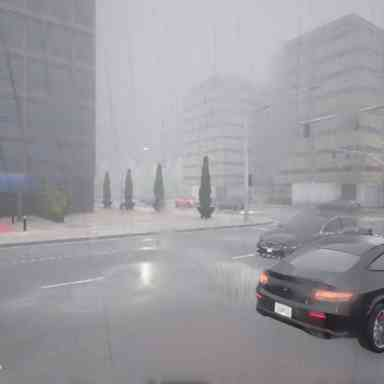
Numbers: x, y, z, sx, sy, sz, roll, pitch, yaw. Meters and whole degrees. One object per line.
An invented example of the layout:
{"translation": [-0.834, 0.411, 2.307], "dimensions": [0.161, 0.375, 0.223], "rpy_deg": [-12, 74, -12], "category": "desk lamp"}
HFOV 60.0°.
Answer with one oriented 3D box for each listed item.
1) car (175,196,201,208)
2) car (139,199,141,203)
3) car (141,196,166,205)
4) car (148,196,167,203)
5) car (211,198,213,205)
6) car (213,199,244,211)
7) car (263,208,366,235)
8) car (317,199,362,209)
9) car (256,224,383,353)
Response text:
{"translation": [-0.500, 1.352, 47.535], "dimensions": [2.097, 1.767, 4.553], "rpy_deg": [0, 0, -35], "category": "car"}
{"translation": [-8.767, 1.564, 65.750], "dimensions": [1.994, 1.385, 4.181], "rpy_deg": [0, 0, -35], "category": "car"}
{"translation": [-6.196, 1.564, 55.671], "dimensions": [1.994, 1.385, 4.181], "rpy_deg": [0, 0, -35], "category": "car"}
{"translation": [-7.371, 1.599, 69.788], "dimensions": [1.895, 1.301, 4.718], "rpy_deg": [0, 0, -35], "category": "car"}
{"translation": [1.923, 1.504, 56.611], "dimensions": [1.837, 1.490, 4.892], "rpy_deg": [0, 0, -35], "category": "car"}
{"translation": [4.885, 1.564, 39.858], "dimensions": [1.994, 1.385, 4.181], "rpy_deg": [0, 0, -35], "category": "car"}
{"translation": [4.303, 1.505, 11.391], "dimensions": [4.892, 1.490, 1.837], "rpy_deg": [0, 0, -36], "category": "car"}
{"translation": [16.103, 1.526, 36.528], "dimensions": [1.812, 1.442, 4.674], "rpy_deg": [-1, 0, -40], "category": "car"}
{"translation": [3.190, 1.526, 6.098], "dimensions": [4.674, 1.442, 1.812], "rpy_deg": [0, 0, -35], "category": "car"}
